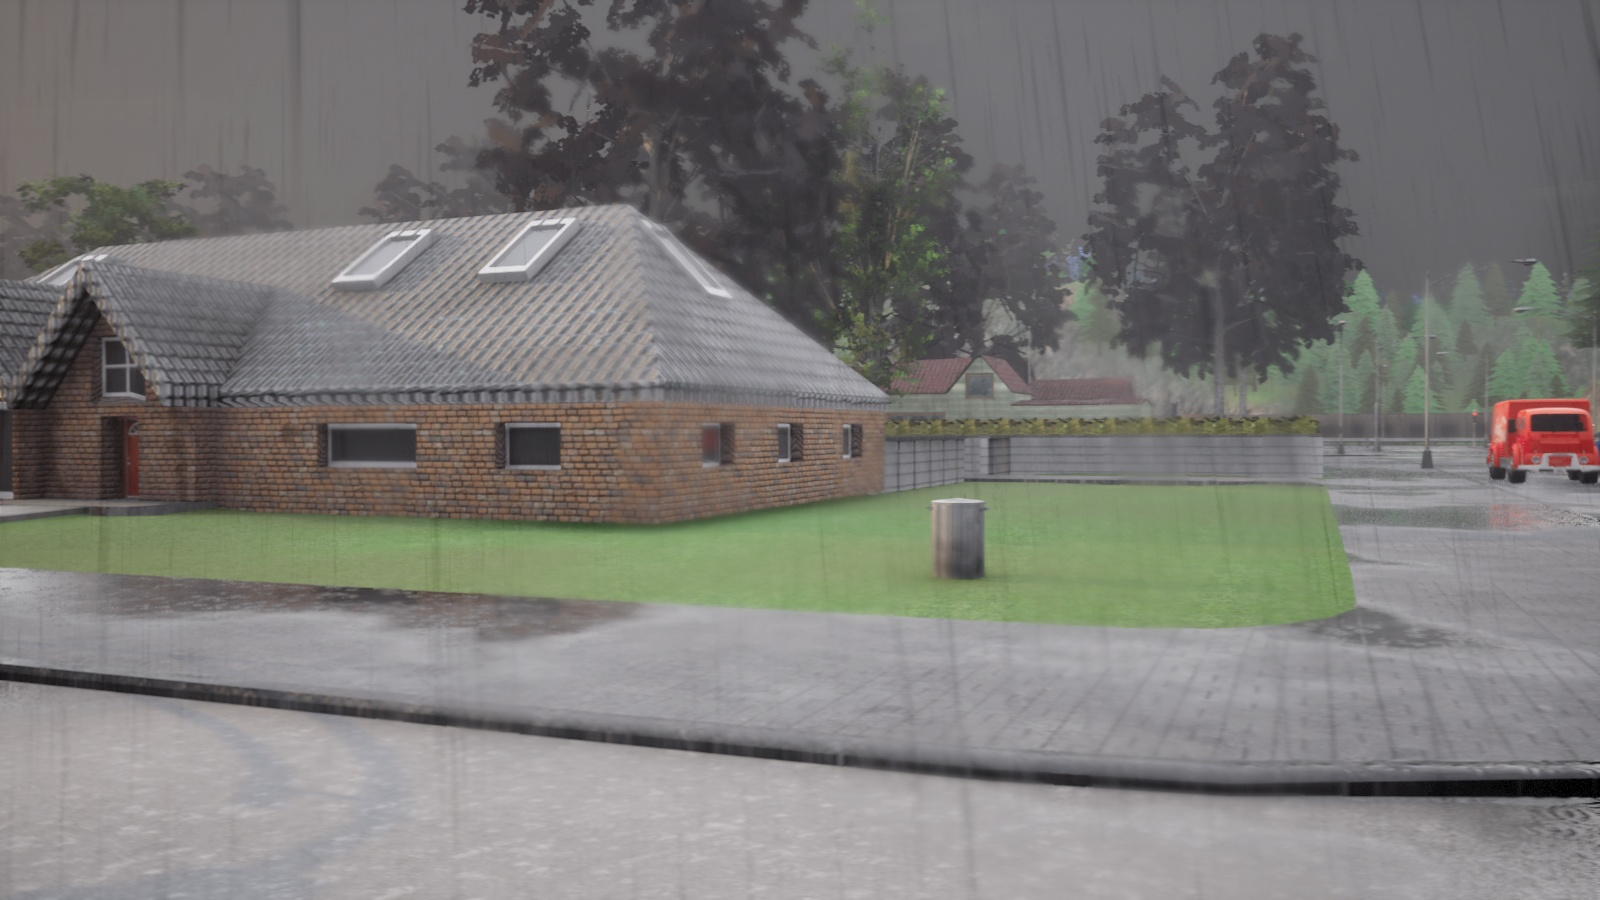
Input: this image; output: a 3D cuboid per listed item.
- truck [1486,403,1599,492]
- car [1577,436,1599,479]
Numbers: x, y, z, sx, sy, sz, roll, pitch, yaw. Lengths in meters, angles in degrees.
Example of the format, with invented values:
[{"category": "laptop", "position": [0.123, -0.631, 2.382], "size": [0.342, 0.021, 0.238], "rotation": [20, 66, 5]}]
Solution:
[{"category": "truck", "position": [22.290, -0.109, 37.469], "size": [2.627, 2.467, 5.204], "rotation": [1, 1, 22]}, {"category": "car", "position": [30.283, 0.260, 46.394], "size": [1.882, 1.535, 5.008], "rotation": [1, 1, 22]}]
